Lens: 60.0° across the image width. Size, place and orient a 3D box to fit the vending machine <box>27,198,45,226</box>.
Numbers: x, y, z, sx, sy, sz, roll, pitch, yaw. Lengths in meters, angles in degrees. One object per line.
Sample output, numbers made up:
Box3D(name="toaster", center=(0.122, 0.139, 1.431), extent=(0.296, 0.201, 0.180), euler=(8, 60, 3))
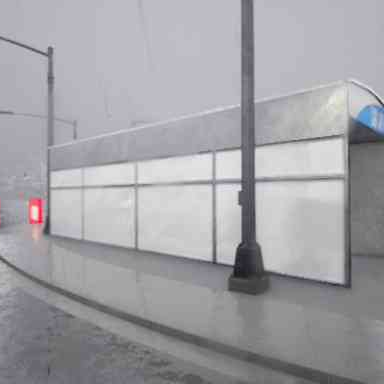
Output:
Box3D(name="vending machine", center=(-11.774, 1.490, 25.136), extent=(1.100, 2.100, 0.880), euler=(0, -1, -13))
